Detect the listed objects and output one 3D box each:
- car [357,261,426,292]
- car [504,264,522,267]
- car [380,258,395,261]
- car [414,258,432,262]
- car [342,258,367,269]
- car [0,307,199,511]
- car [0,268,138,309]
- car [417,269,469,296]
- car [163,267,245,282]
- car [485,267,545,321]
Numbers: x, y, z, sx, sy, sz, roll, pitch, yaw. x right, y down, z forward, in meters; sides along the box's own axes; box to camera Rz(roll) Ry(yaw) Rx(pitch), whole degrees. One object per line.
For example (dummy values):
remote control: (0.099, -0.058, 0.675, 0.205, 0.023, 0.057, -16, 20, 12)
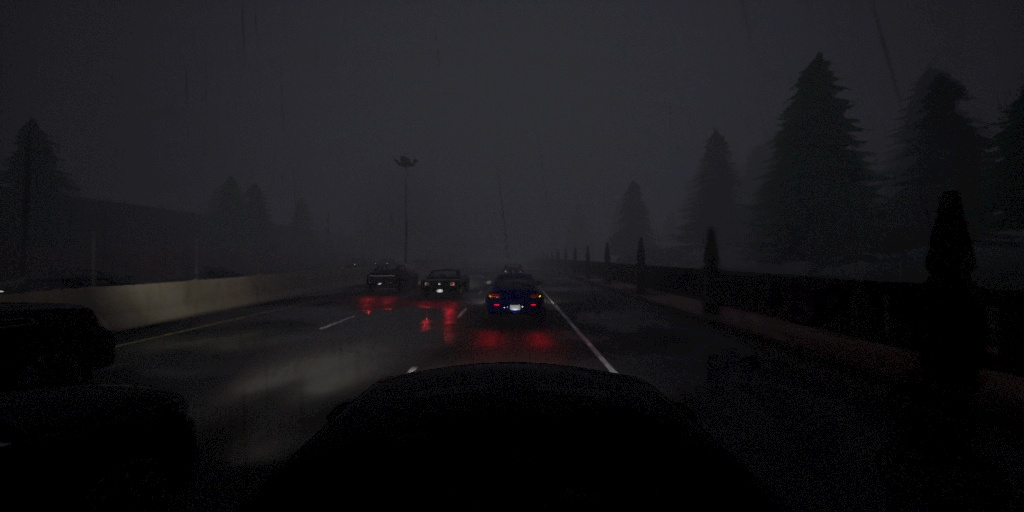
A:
car: (-6.898, 1.244, 21.144, 2.128, 1.511, 4.902, 0, 0, 0)
car: (0.085, 1.357, 32.823, 1.895, 1.301, 4.718, 0, 0, 0)
car: (-17.535, 1.109, 49.934, 2.097, 1.767, 4.553, 0, 0, 1)
car: (-14.053, 1.305, 53.800, 2.033, 1.411, 5.357, 0, 0, 1)
car: (-21.056, 1.109, 48.430, 2.097, 1.767, 4.553, 0, 0, 0)
car: (-3.402, 1.241, 0.825, 2.128, 1.511, 4.902, 0, 0, 0)
car: (-6.899, 0.971, 2.820, 2.150, 2.045, 5.566, 0, 0, 0)
car: (-3.398, 1.354, 19.128, 1.895, 1.301, 4.718, 0, 0, 0)
car: (-17.596, 1.316, 20.725, 1.994, 1.385, 4.181, 0, 0, 0)
car: (0.085, 1.278, 12.346, 1.812, 1.442, 4.674, 0, 0, 0)
